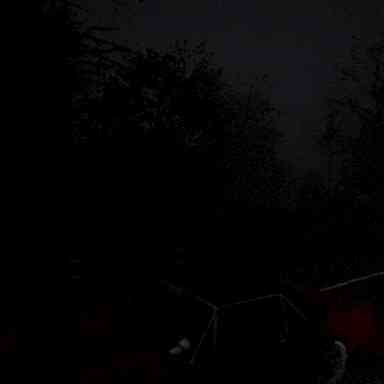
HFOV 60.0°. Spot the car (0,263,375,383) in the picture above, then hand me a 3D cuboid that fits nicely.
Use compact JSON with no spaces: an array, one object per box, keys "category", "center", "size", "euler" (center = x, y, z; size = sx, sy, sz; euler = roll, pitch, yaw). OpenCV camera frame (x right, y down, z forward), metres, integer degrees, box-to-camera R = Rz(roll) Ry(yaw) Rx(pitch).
[{"category":"car","center":[-0.067,1.601,3.625],"size":[4.718,1.301,1.895],"euler":[0,0,-35]}]
